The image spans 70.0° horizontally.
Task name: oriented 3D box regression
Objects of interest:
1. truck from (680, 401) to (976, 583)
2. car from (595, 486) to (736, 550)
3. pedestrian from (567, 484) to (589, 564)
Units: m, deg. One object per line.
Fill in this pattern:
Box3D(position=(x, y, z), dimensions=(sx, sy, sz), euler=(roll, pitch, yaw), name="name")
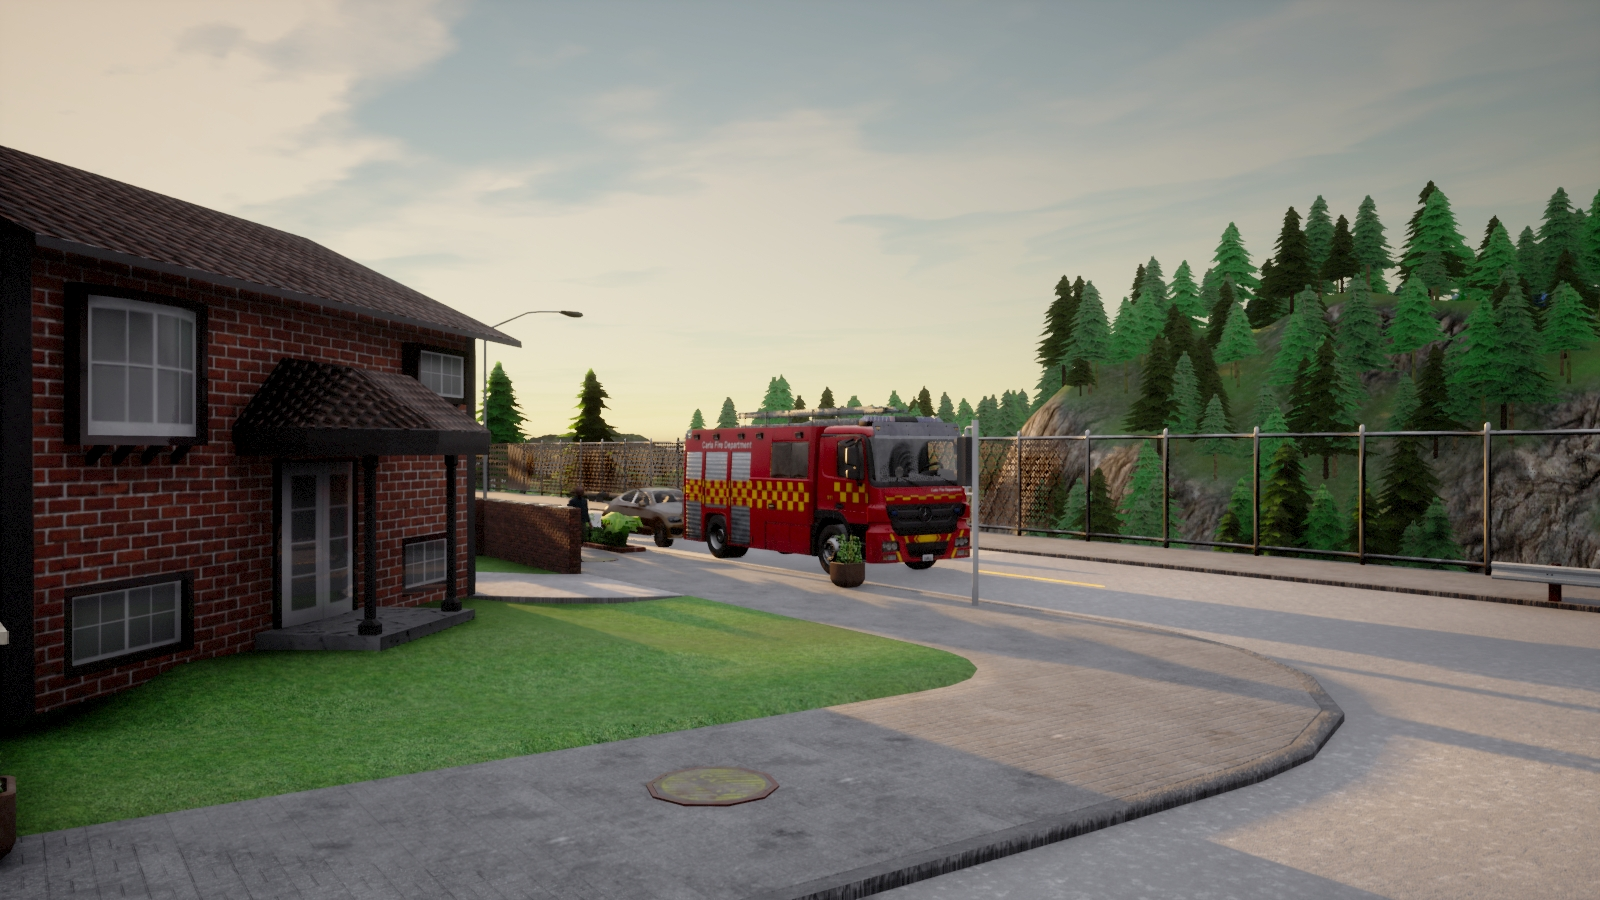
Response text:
Box3D(position=(0.353, 0.890, 28.322), dimensions=(2.891, 3.827, 8.468), euler=(0, 0, -35), name="truck")
Box3D(position=(-4.186, 1.992, 34.819), dimensions=(2.152, 1.651, 5.027), euler=(0, 0, -35), name="car")
Box3D(position=(-5.259, 1.745, 27.096), dimensions=(0.375, 1.860, 0.375), euler=(0, 0, -38), name="pedestrian")
